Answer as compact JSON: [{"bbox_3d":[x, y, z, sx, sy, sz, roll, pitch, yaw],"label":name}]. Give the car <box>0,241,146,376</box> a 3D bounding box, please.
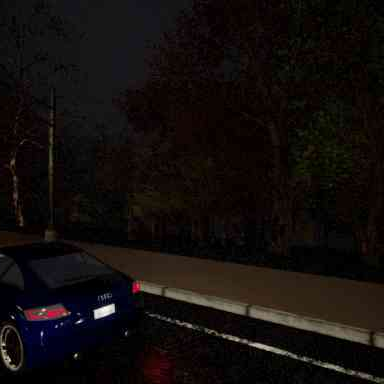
[{"bbox_3d":[-2.775,1.563,5.647,4.181,1.385,1.994,0,0,37],"label":"car"}]
